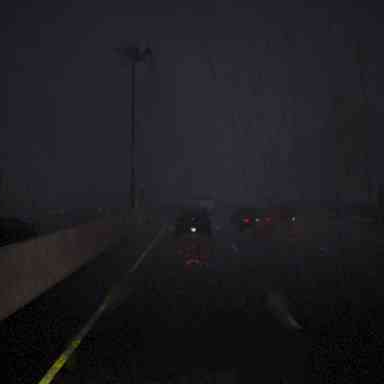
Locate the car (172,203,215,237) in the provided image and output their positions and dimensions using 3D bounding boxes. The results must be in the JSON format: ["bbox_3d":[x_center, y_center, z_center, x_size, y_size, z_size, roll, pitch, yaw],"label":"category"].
[{"bbox_3d":[0.045,1.563,18.419,1.837,1.490,4.892,0,0,-1],"label":"car"}]

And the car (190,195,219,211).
[{"bbox_3d":[1.201,1.345,39.972,2.150,2.045,5.566,0,0,-12],"label":"car"}]

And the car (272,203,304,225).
[{"bbox_3d":[6.746,1.583,24.903,1.837,1.490,4.892,0,0,-4],"label":"car"}]

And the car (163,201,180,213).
[{"bbox_3d":[-2.260,1.724,39.418,1.895,1.301,4.718,0,0,-12],"label":"car"}]

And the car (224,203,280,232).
[{"bbox_3d":[3.494,1.612,20.611,2.033,1.411,5.357,0,0,-2],"label":"car"}]

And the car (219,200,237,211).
[{"bbox_3d":[4.498,1.654,40.898,1.812,1.442,4.674,0,0,-12],"label":"car"}]
